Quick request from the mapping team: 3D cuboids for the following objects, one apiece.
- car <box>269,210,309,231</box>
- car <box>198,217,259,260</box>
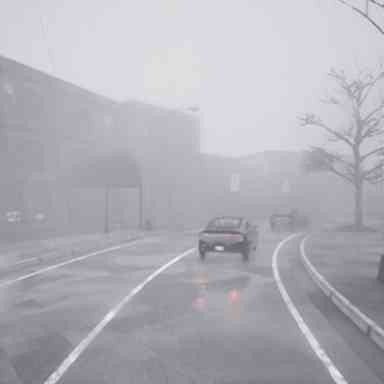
[{"bbox_3d":[7.823,2.178,26.508,2.128,1.511,4.902,0,-2,36],"label":"car"},{"bbox_3d":[1.612,1.763,13.621,2.128,1.511,4.902,0,-2,16],"label":"car"}]
